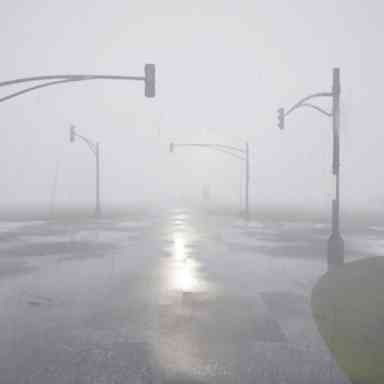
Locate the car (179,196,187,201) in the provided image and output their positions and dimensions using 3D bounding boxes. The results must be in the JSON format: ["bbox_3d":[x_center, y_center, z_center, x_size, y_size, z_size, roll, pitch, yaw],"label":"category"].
[{"bbox_3d":[-2.183,1.545,79.898,1.895,1.301,4.718,0,0,-4],"label":"car"}]

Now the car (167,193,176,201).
[{"bbox_3d":[-4.570,1.001,73.918,2.097,1.767,4.553,0,0,-3],"label":"car"}]

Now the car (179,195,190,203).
[{"bbox_3d":[-1.586,1.372,69.824,2.097,1.767,4.553,0,0,-3],"label":"car"}]
